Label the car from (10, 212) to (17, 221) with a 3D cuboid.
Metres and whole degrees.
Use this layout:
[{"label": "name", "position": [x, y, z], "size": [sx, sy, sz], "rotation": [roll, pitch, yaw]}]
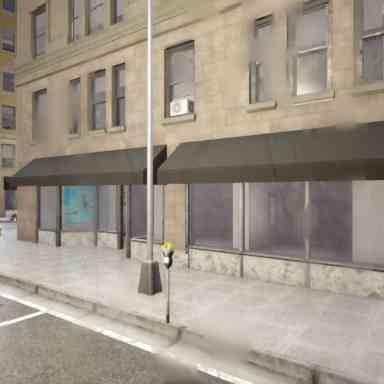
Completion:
[{"label": "car", "position": [-11.204, 1.636, 26.125], "size": [2.033, 1.411, 5.357], "rotation": [0, 0, 36]}]
